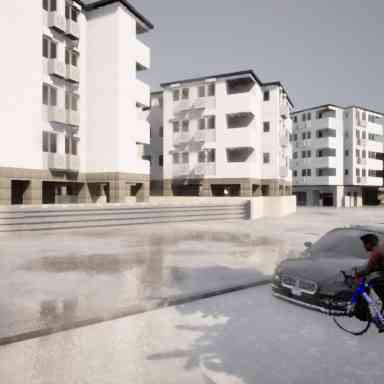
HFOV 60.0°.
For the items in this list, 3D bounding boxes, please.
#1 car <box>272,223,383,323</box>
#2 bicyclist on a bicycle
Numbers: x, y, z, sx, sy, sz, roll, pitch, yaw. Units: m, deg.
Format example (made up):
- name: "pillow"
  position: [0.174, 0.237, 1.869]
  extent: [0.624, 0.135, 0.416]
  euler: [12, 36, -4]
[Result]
- name: "car"
  position: [3.834, 1.503, 7.306]
  extent: [4.892, 1.490, 1.837]
  euler: [-1, 0, -35]
- name: "bicyclist on a bicycle"
  position: [2.776, 1.452, 4.885]
  extent: [0.582, 1.620, 1.656]
  euler: [0, 0, -35]
